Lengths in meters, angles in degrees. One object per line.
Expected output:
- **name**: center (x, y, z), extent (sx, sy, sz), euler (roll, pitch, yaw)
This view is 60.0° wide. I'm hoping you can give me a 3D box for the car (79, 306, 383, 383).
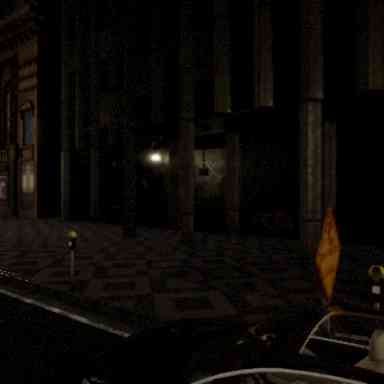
- **car**: center (1.007, 1.551, 2.242), extent (4.403, 1.369, 2.008), euler (0, 0, 35)
